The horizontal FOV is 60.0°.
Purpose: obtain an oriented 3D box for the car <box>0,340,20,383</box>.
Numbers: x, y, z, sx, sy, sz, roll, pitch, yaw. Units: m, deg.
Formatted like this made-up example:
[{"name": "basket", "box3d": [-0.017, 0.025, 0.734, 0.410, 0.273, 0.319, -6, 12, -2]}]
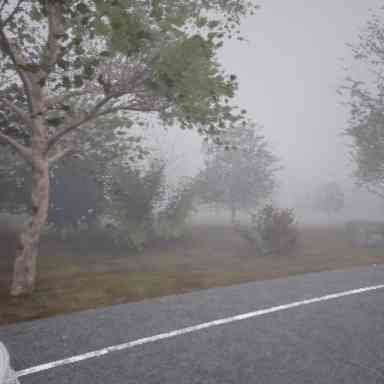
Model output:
[{"name": "car", "box3d": [-3.178, 1.498, 1.187, 4.674, 1.442, 1.812, 0, 0, -36]}]
